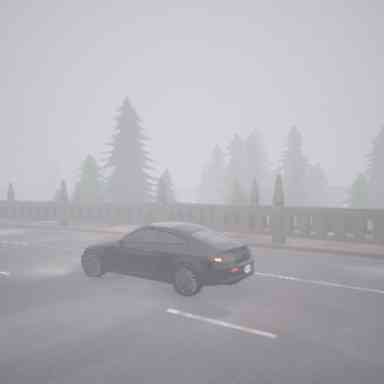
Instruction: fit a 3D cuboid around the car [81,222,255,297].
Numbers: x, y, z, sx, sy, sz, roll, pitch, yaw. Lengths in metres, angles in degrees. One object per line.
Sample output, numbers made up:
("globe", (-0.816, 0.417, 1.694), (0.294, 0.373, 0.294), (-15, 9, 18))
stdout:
("car", (-0.749, 1.487, 8.408), (4.674, 1.442, 1.812), (0, 0, 32))
